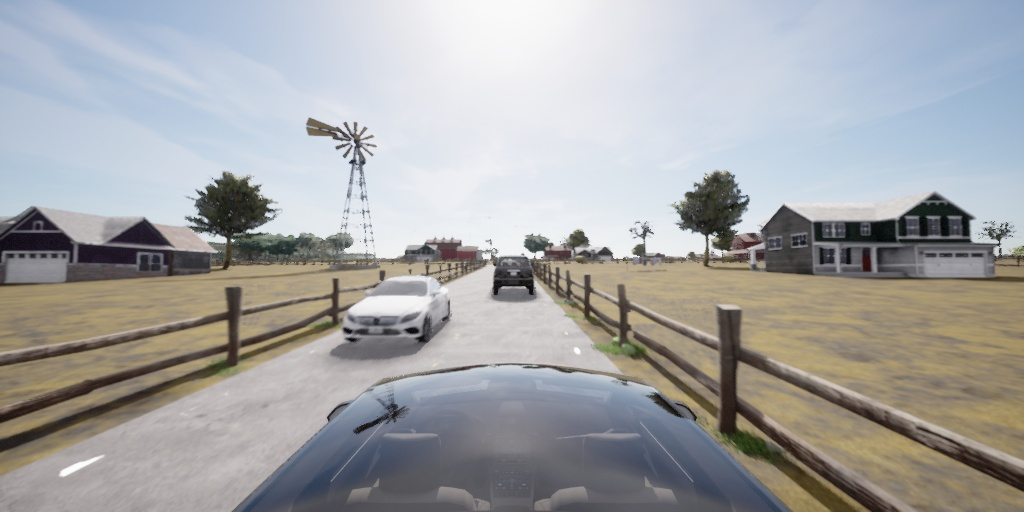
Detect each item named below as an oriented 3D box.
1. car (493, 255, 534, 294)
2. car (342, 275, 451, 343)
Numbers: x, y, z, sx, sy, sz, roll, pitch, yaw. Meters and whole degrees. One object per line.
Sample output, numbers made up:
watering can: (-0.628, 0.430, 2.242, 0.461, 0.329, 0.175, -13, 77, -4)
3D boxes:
car: (0.094, 0.979, 20.444, 2.150, 2.045, 5.566, 0, 0, 0)
car: (-2.837, 1.279, 9.821, 1.812, 1.442, 4.674, 0, 0, 0)
